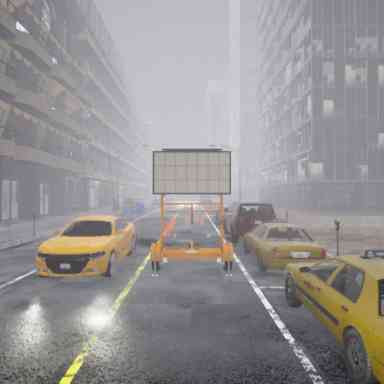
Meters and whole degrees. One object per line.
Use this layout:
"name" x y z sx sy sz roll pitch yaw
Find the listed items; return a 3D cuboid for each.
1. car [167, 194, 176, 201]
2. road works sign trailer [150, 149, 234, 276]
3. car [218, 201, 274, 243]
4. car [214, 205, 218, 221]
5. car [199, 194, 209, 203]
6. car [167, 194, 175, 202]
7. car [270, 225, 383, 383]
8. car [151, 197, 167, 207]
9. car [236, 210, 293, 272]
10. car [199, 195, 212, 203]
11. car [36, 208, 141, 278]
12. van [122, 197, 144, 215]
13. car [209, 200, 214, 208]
"car" -5.685 1.545 93.282 2.192 1.841 5.009 1 0 0
"road works sign trailer" -0.001 0.471 10.314 2.380 3.560 2.880 0 0 0
"car" 2.704 1.326 15.961 2.192 1.841 5.009 1 0 0
"car" 2.700 1.583 21.484 1.947 1.339 4.313 1 0 0
"car" 2.697 1.473 76.714 2.192 1.841 5.009 1 0 0
"car" -5.686 1.725 82.235 1.887 1.381 4.507 1 0 0
"car" 2.702 1.528 5.086 1.752 1.417 4.829 1 0 0
"car" -5.684 1.666 54.621 1.802 1.307 4.206 1 0 0
"car" 2.702 1.532 10.609 1.752 1.417 4.829 1 0 0
"car" 2.696 1.667 60.144 1.947 1.339 4.313 1 0 0
"car" -3.001 1.484 10.370 1.882 1.535 5.008 0 0 0
"van" -5.677 1.374 32.531 1.690 1.788 3.998 1 0 0
"car" 2.700 1.569 27.008 1.887 1.381 4.507 1 0 0
